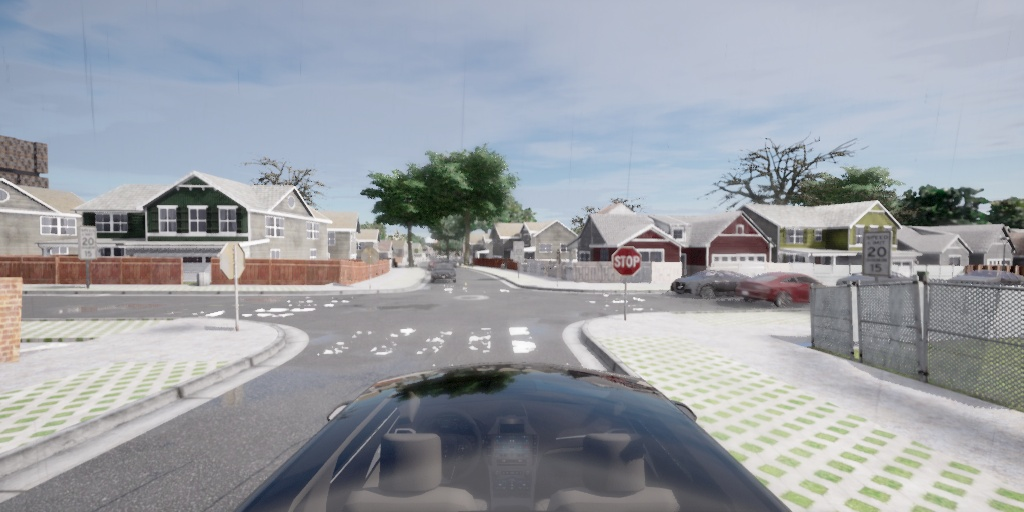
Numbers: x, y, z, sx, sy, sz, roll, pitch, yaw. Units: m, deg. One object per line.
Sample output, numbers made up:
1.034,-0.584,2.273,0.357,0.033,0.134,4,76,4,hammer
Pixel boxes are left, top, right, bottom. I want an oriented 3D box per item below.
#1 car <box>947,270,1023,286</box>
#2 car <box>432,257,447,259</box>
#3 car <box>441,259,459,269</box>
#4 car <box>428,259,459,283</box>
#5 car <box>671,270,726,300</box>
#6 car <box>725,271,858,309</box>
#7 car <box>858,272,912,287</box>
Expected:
31.254,1.635,23.473,5.357,1.411,2.033,1,1,-16,car
-10.170,1.088,48.560,2.097,1.767,4.553,0,0,-17,car
-10.025,1.204,57.832,2.128,1.511,4.902,0,0,-17,car
-5.291,1.249,27.845,1.837,1.490,4.892,0,0,-10,car
10.466,1.419,18.532,4.181,1.385,1.994,1,1,-11,car
12.367,1.460,15.953,4.674,1.442,1.812,1,1,-10,car
21.137,1.538,20.846,4.181,1.385,1.994,1,1,-14,car
